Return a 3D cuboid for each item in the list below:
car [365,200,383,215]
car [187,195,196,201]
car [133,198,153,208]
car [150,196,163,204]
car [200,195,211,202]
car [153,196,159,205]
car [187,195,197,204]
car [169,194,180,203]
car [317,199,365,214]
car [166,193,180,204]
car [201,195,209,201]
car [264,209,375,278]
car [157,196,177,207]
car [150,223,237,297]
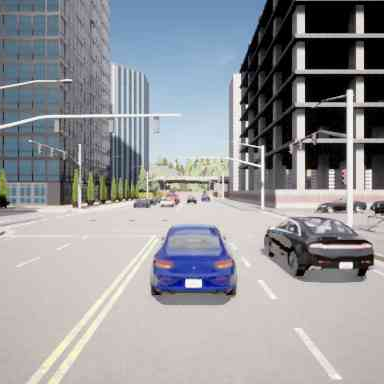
[{"bbox_3d":[19.762,1.169,31.052,5.566,2.045,2.150,0,0,0],"label":"car"},{"bbox_3d":[-0.164,1.534,83.373,2.128,1.511,4.902,0,0,0],"label":"car"},{"bbox_3d":[-7.190,1.569,48.134,1.994,1.385,4.181,0,0,0],"label":"car"},{"bbox_3d":[-7.151,1.554,67.524,2.033,1.411,5.357,0,0,0],"label":"car"},{"bbox_3d":[3.347,1.530,77.826,1.812,1.442,4.674,0,0,0],"label":"car"},{"bbox_3d":[-7.198,1.607,56.895,1.895,1.301,4.718,0,0,0],"label":"car"},{"bbox_3d":[-0.028,1.607,65.448,1.895,1.301,4.718,0,0,0],"label":"car"},{"bbox_3d":[-3.637,1.363,70.026,2.097,1.767,4.553,0,0,0],"label":"car"},{"bbox_3d":[15.516,1.440,34.541,4.902,1.511,2.128,0,0,0],"label":"car"},{"bbox_3d":[-3.693,1.228,60.037,2.150,2.045,5.566,0,0,0],"label":"car"},{"bbox_3d":[3.329,1.492,86.901,1.837,1.490,4.892,0,0,0],"label":"car"},{"bbox_3d":[3.559,1.493,10.171,2.128,1.511,4.902,0,0,-1],"label":"car"},{"bbox_3d":[-3.695,1.606,50.262,1.895,1.301,4.718,0,0,0],"label":"car"},{"bbox_3d":[0.045,1.526,8.492,1.812,1.442,4.674,0,0,0],"label":"car"}]
